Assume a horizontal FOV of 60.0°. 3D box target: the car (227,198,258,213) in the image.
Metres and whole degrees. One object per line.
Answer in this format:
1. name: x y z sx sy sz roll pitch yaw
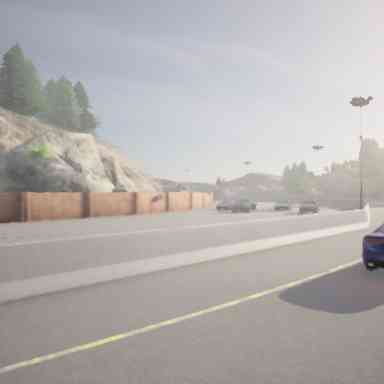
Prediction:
1. car: 6.128 1.497 38.531 2.097 1.767 4.553 0 0 26

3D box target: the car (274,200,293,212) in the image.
1. car: 11.679 1.687 42.118 2.033 1.411 5.357 0 0 22

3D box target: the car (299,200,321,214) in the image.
1. car: 13.038 1.616 36.683 1.837 1.490 4.892 0 0 25

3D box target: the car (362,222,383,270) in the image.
1. car: 6.877 1.497 10.131 5.008 1.535 1.882 0 0 -44

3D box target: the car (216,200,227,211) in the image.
1. car: 4.739 1.721 43.613 2.033 1.411 5.357 0 0 23
